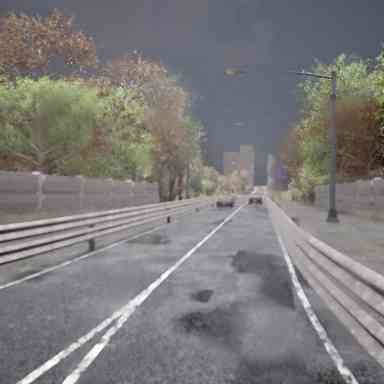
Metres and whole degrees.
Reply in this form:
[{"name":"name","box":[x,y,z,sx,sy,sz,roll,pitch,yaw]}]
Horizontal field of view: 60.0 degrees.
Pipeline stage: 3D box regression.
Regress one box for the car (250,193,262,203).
[{"name":"car","box":[11.491,0.994,59.484,2.097,1.767,4.553,0,0,12]}]

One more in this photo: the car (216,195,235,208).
[{"name":"car","box":[4.132,1.119,40.368,1.882,1.535,5.008,0,0,12]}]

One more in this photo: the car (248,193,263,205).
[{"name":"car","box":[9.408,1.112,49.412,1.882,1.535,5.008,0,0,12]}]
